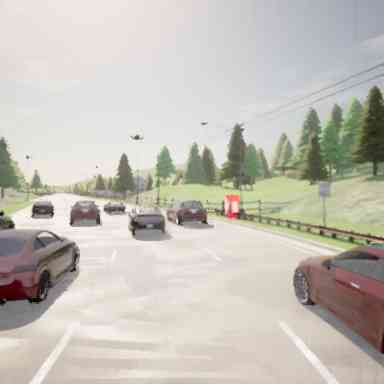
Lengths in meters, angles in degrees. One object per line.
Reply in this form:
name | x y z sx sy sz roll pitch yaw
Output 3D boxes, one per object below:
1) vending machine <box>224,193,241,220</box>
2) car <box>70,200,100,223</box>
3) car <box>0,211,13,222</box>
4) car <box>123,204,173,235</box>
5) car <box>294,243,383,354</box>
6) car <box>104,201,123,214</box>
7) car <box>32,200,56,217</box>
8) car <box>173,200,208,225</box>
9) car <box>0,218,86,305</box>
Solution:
vending machine | 3.217 1.169 26.518 1.100 2.100 0.880 0 0 -17
car | -8.255 1.405 25.658 2.097 1.767 4.553 0 0 -18
car | -8.135 1.278 11.644 2.150 2.045 5.566 0 0 -10
car | -2.664 1.507 19.082 2.128 1.511 4.902 0 0 -13
car | 3.167 1.503 5.081 1.812 1.442 4.674 0 0 -5
car | -8.589 1.655 36.733 1.895 1.301 4.718 0 0 -21
car | -14.568 1.574 32.759 1.882 1.535 5.008 0 0 -21
car | -0.465 1.351 24.133 2.097 1.767 4.553 0 0 -16
car | -4.150 1.592 8.178 1.994 1.385 4.181 0 0 -6
